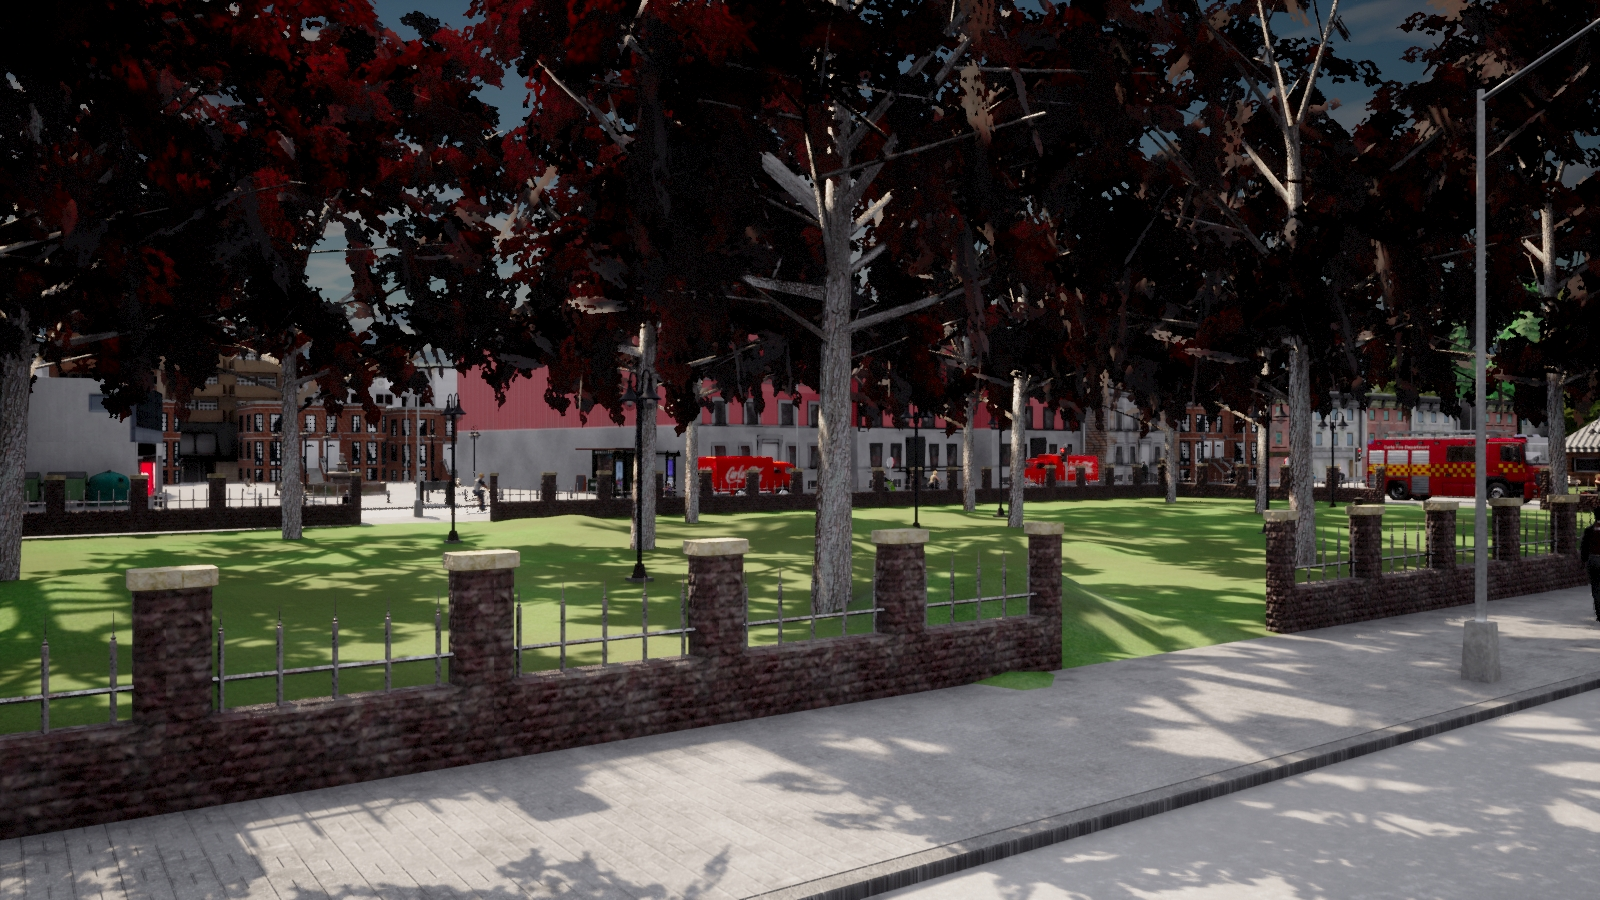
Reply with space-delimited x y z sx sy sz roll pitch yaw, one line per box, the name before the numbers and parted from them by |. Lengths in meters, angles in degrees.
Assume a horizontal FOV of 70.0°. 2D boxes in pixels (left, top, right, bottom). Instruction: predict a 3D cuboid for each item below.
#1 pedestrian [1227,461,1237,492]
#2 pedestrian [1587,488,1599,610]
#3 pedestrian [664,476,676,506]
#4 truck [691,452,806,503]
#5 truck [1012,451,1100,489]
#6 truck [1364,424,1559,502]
pedestrian | 26.446 1.604 69.958 0.375 1.860 0.375 0 0 -23
pedestrian | 12.336 1.517 17.573 0.375 1.860 0.375 0 0 33
pedestrian | -5.676 1.794 49.848 0.375 1.300 0.375 0 0 -35
truck | -2.582 1.335 57.891 5.204 2.467 2.627 0 0 -35
truck | 17.120 1.340 76.391 5.204 2.467 2.627 1 -1 -25
truck | 34.631 0.645 60.204 2.891 3.827 8.468 0 0 -34
